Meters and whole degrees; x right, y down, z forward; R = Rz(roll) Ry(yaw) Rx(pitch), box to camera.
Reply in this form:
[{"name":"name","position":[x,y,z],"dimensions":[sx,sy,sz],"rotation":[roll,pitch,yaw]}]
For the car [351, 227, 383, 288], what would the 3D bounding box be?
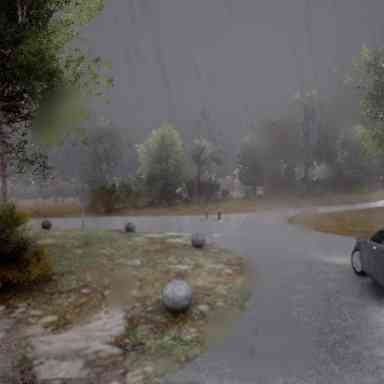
[{"name":"car","position":[4.978,1.474,7.296],"dimensions":[1.837,1.490,4.892],"rotation":[0,0,13]}]
